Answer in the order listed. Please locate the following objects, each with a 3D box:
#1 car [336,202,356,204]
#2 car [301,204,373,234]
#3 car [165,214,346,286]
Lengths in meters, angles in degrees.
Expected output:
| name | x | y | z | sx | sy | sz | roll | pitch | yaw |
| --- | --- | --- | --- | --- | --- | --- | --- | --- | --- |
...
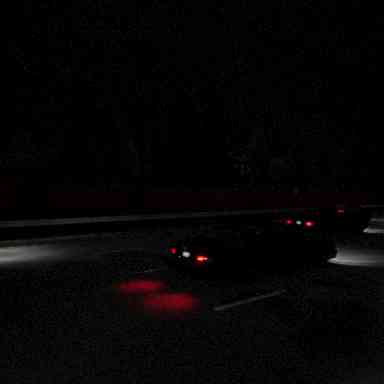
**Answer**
| name | x | y | z | sx | sy | sz | roll | pitch | yaw |
| --- | --- | --- | --- | --- | --- | --- | --- | --- | --- |
| car | 11.887 | 1.526 | 25.350 | 4.674 | 1.442 | 1.812 | 0 | 0 | -36 |
| car | 7.191 | 1.547 | 17.604 | 5.357 | 1.411 | 2.033 | 0 | 0 | -36 |
| car | 1.879 | 1.547 | 9.425 | 5.357 | 1.411 | 2.033 | 0 | 0 | -36 |
